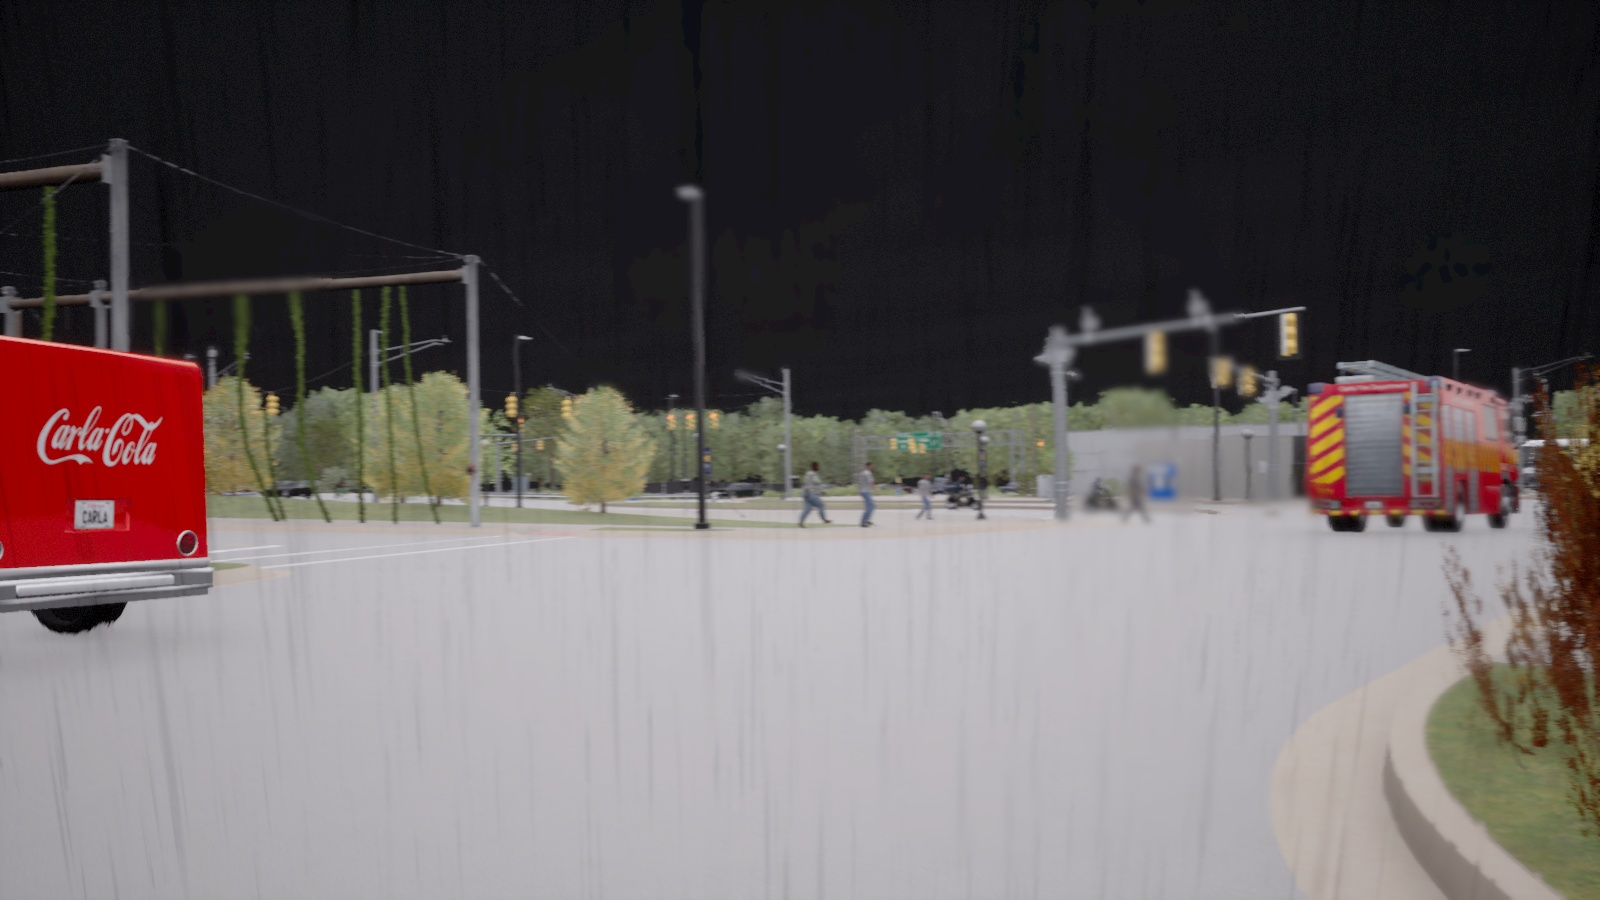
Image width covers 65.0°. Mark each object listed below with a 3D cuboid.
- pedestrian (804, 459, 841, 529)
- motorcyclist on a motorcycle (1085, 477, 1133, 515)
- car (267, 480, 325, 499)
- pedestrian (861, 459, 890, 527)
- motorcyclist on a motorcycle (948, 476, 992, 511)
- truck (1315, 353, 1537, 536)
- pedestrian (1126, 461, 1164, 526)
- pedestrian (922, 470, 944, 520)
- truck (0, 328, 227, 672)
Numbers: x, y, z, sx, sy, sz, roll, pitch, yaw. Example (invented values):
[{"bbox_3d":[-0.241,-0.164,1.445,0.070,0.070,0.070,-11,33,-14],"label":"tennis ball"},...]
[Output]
[{"bbox_3d":[0.611,1.187,34.228,0.900,1.855,0.874,-1,-1,6],"label":"pedestrian"},{"bbox_3d":[13.396,1.995,54.398,1.817,1.590,0.866,0,-1,35],"label":"motorcyclist on a motorcycle"},{"bbox_3d":[-34.906,2.745,86.899,4.718,1.301,1.895,-2,-3,42],"label":"car"},{"bbox_3d":[2.066,1.180,34.340,0.706,1.836,0.354,-1,-1,-10],"label":"pedestrian"},{"bbox_3d":[7.896,2.015,58.386,1.817,1.590,0.866,-1,-1,36],"label":"motorcyclist on a motorcycle"},{"bbox_3d":[15.364,0.053,30.417,2.891,3.827,8.468,-2,-3,40],"label":"truck"},{"bbox_3d":[10.567,1.332,38.452,0.873,1.952,0.659,-2,-1,38],"label":"pedestrian"},{"bbox_3d":[4.942,1.661,46.608,0.706,1.836,0.354,-2,-1,37],"label":"pedestrian"},{"bbox_3d":[-7.956,0.377,10.597,5.204,2.467,2.627,0,-2,18],"label":"truck"}]
